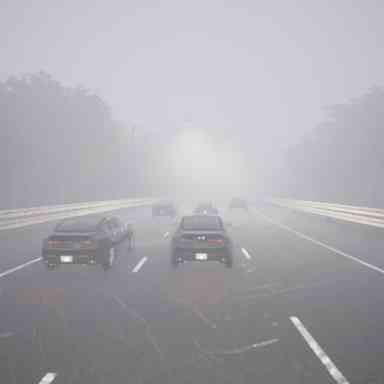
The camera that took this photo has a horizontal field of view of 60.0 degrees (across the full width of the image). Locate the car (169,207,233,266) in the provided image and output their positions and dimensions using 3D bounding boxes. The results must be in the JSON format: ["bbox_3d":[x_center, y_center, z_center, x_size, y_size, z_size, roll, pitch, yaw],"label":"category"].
[{"bbox_3d":[0.330,1.490,11.431,1.837,1.490,4.892,0,0,2],"label":"car"}]

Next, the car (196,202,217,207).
[{"bbox_3d":[1.230,1.524,28.564,1.994,1.385,4.181,0,0,4],"label":"car"}]

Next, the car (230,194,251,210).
[{"bbox_3d":[5.739,1.286,41.048,2.097,1.767,4.553,0,0,6],"label":"car"}]

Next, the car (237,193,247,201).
[{"bbox_3d":[12.572,1.219,83.593,2.097,1.767,4.553,0,0,13],"label":"car"}]

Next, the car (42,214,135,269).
[{"bbox_3d":[-3.183,1.487,11.052,1.837,1.490,4.892,0,0,2],"label":"car"}]

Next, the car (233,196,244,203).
[{"bbox_3d":[9.561,1.488,68.264,1.895,1.301,4.718,0,0,10],"label":"car"}]

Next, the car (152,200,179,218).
[{"bbox_3d":[-2.237,1.433,29.180,1.882,1.535,5.008,0,0,4],"label":"car"}]
